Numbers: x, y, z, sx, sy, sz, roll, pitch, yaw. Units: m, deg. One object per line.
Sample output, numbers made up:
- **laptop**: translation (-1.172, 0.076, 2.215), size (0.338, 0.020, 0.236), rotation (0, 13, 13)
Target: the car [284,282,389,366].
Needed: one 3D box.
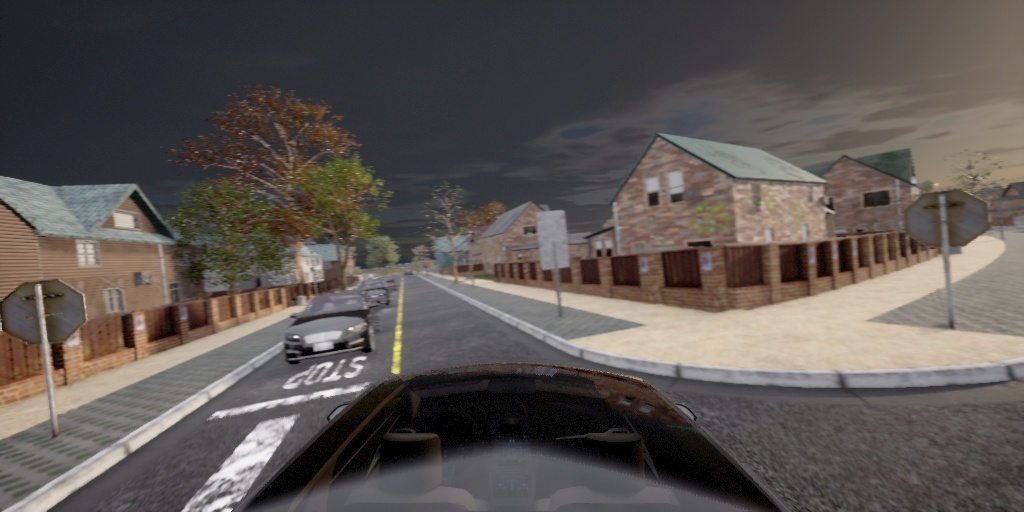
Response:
- **car**: translation (-4.797, 1.771, 10.071), size (2.128, 1.511, 4.902), rotation (-6, 0, -17)

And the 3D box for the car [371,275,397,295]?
- **car**: translation (-11.749, 2.640, 33.137), size (1.994, 1.385, 4.181), rotation (-6, 0, -17)

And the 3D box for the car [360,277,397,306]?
- **car**: translation (-8.090, 2.149, 20.961), size (2.128, 1.511, 4.902), rotation (-6, 0, -17)
